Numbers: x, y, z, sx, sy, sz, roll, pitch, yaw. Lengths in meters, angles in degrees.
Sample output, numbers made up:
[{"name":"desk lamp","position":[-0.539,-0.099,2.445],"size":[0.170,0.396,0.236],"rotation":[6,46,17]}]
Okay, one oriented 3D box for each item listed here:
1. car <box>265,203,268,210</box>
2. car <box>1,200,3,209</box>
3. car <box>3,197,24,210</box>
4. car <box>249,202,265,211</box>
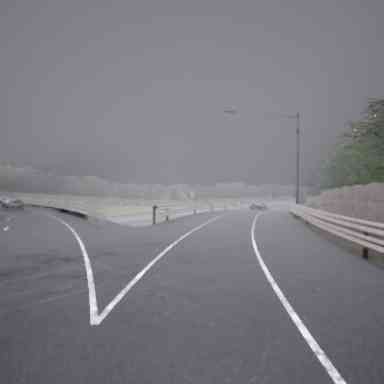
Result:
[{"name":"car","position":[14.019,2.878,66.690],"size":[2.128,1.511,4.902],"rotation":[1,-3,19]},{"name":"car","position":[-19.482,1.448,31.326],"size":[2.033,1.411,5.357],"rotation":[1,0,-35]},{"name":"car","position":[-21.610,1.400,40.051],"size":[2.128,1.511,4.902],"rotation":[1,0,-38]},{"name":"car","position":[11.018,2.445,57.220],"size":[1.812,1.442,4.674],"rotation":[1,-2,17]}]
